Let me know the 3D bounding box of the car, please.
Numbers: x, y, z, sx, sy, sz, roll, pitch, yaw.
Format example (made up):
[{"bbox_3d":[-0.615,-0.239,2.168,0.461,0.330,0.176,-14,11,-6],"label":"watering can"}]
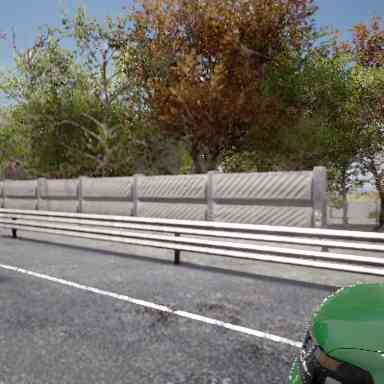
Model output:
[{"bbox_3d":[3.295,1.205,1.514,5.566,2.045,2.150,0,0,36],"label":"car"}]
